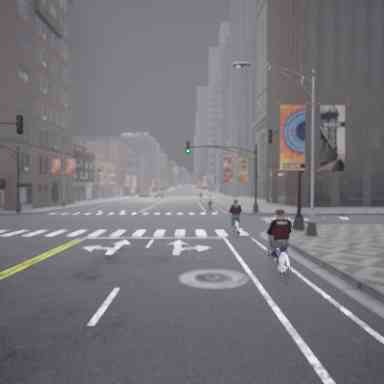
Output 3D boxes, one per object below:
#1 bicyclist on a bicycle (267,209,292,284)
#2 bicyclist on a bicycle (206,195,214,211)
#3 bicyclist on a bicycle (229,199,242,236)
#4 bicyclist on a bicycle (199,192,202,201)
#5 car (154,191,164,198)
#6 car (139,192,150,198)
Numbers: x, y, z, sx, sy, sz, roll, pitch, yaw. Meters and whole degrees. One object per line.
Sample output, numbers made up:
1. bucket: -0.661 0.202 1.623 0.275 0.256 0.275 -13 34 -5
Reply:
1. bicyclist on a bicycle: 2.180 1.298 8.450 0.659 1.776 1.843 0 1 -1
2. bicyclist on a bicycle: 1.954 1.154 35.600 0.866 1.612 1.509 0 0 0
3. bicyclist on a bicycle: 2.115 1.234 16.272 0.659 1.776 1.843 0 1 -1
4. bicyclist on a bicycle: 1.712 0.865 64.377 0.659 1.776 1.843 0 1 -1
5. car: -7.108 0.542 72.747 1.837 1.490 4.892 0 0 0
6. car: -10.358 0.594 72.720 1.994 1.385 4.181 0 0 0
